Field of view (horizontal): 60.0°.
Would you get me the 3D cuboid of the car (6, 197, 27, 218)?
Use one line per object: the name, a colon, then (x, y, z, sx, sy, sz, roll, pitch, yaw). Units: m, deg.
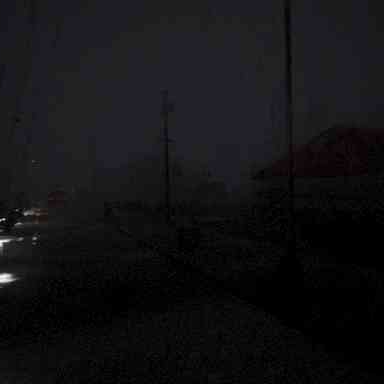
car: (-15.156, 1.397, 27.762, 1.812, 1.442, 4.674, -1, 1, -24)

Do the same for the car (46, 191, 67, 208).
car: (-17.307, 0.924, 42.781, 2.150, 2.045, 5.566, -1, 1, -24)

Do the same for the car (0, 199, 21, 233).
car: (-11.071, 1.418, 18.629, 2.128, 1.511, 4.902, -1, 1, -24)

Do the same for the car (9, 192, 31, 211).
car: (-19.417, 1.035, 37.300, 2.150, 2.045, 5.566, -1, 1, -24)

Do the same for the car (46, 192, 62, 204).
car: (-22.344, 0.988, 53.775, 2.097, 1.767, 4.553, -1, 1, -24)
